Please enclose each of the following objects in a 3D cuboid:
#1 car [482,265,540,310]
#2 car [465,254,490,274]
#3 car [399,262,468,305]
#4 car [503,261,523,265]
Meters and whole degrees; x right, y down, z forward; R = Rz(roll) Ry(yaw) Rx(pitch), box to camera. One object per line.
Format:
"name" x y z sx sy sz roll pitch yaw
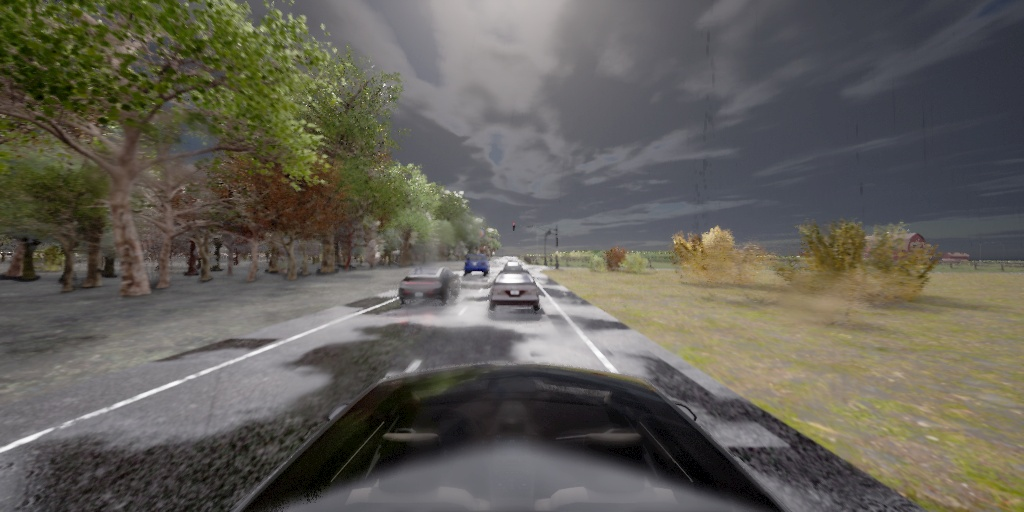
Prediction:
"car" 0.091 1.256 14.449 2.033 1.411 5.357 0 0 0
"car" -3.404 0.856 35.293 2.150 2.045 5.566 0 0 0
"car" -3.410 1.196 15.563 2.128 1.511 4.902 0 0 0
"car" 0.097 1.198 35.530 1.994 1.385 4.181 0 0 0
